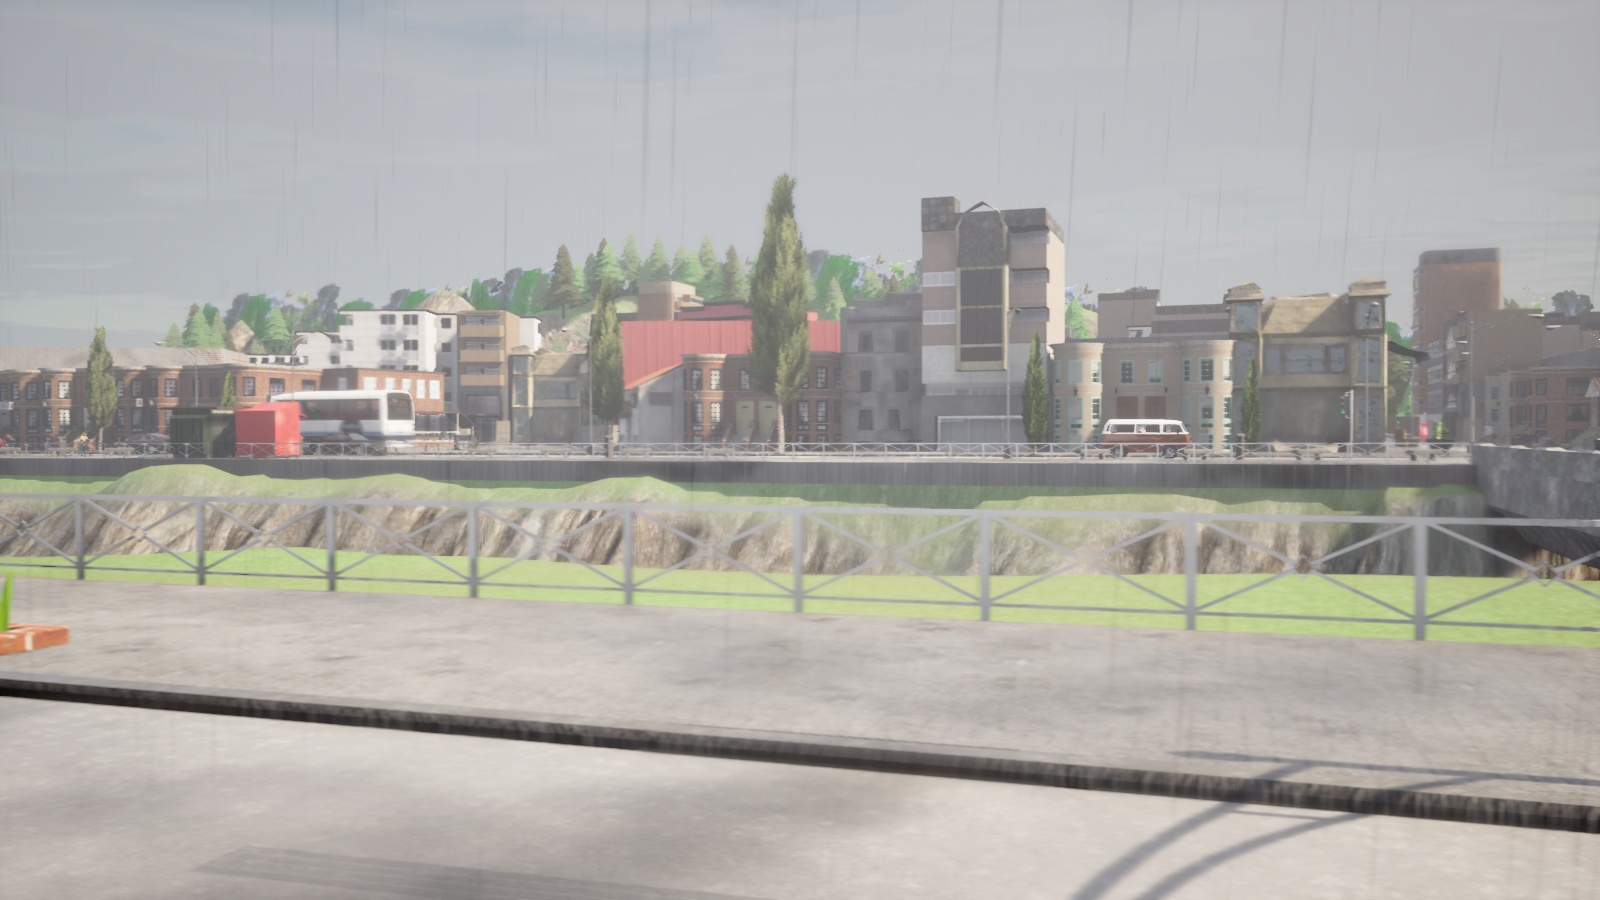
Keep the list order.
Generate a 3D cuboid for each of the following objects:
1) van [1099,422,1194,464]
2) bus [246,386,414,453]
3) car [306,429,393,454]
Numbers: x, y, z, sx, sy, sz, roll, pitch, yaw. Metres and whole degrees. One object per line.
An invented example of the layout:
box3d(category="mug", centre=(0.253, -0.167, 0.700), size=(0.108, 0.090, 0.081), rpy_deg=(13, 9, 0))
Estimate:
box3d(category="van", centre=(17.379, -0.393, 62.986), size=(4.480, 2.038, 2.069), rpy_deg=(1, 1, 19))
box3d(category="bus", centre=(-31.220, -2.005, 83.524), size=(10.273, 4.253, 3.944), rpy_deg=(1, 1, 19))
box3d(category="car", centre=(-28.094, -0.555, 78.274), size=(5.008, 1.535, 1.882), rpy_deg=(1, 1, 19))
